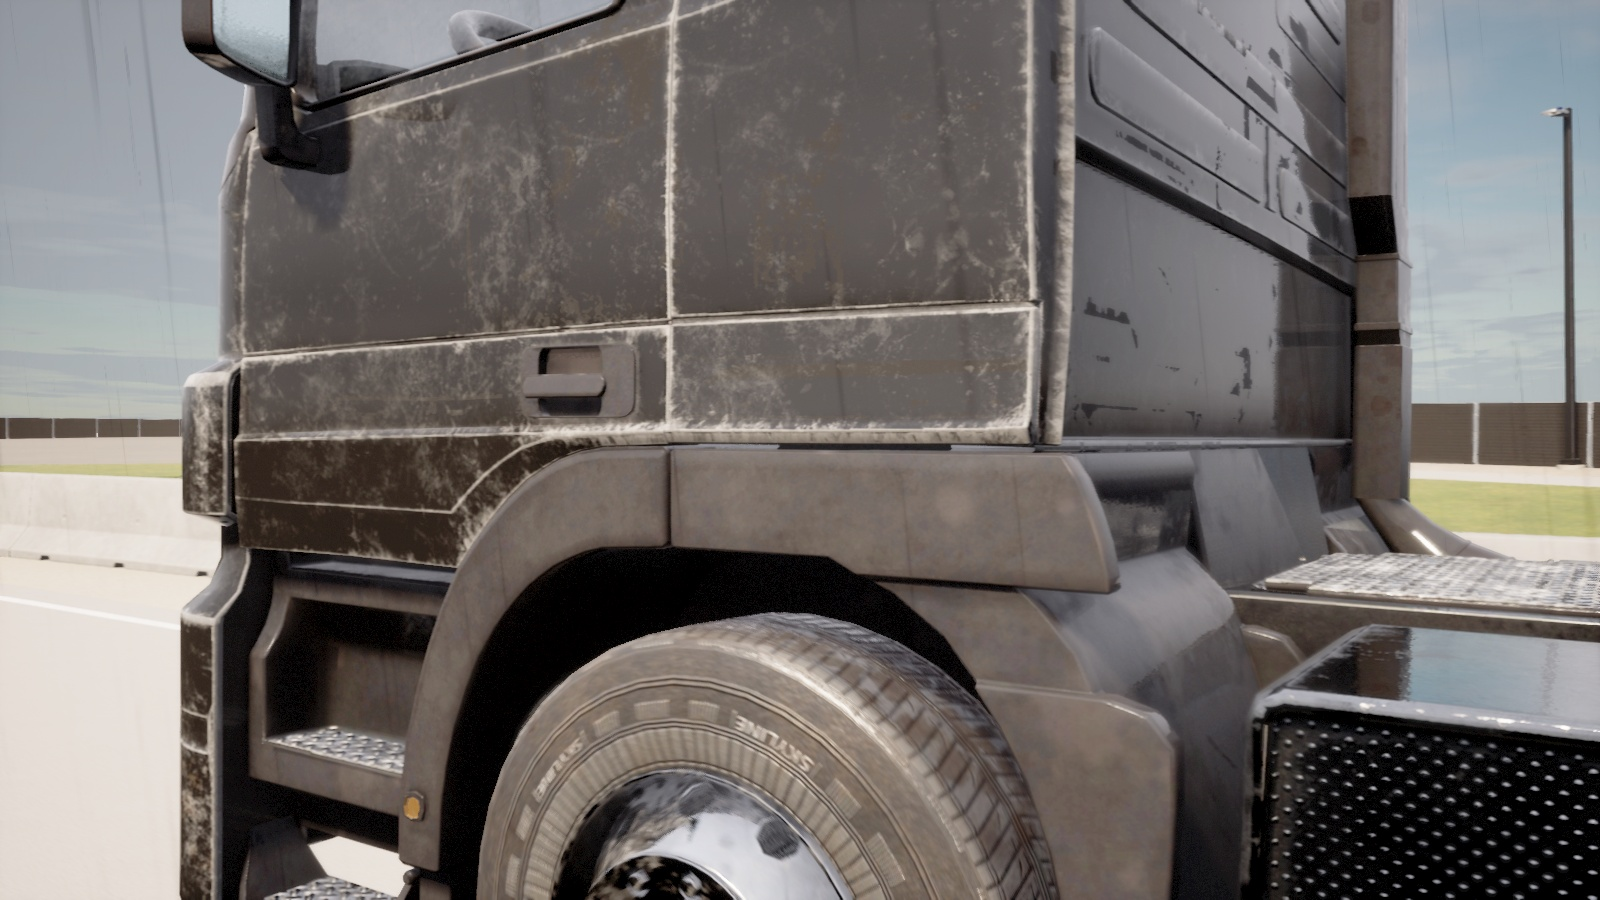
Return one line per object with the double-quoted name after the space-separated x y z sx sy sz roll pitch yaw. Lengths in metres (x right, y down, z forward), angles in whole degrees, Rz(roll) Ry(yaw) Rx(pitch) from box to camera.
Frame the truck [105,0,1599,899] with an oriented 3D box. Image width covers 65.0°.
2.489 -0.300 1.950 7.936 3.462 2.891 0 1 34 "truck"
